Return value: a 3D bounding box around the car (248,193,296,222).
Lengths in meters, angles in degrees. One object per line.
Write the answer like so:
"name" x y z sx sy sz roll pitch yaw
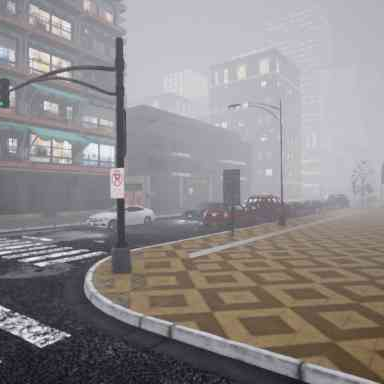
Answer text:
"car" 5.759 1.215 25.266 2.192 1.841 5.009 -1 0 36

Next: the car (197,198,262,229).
"car" 2.449 1.352 20.758 1.967 1.590 4.097 -1 0 36

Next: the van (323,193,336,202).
"van" 29.210 1.229 70.498 1.690 1.788 3.998 -1 0 36

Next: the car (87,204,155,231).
"car" -4.294 1.515 20.727 1.812 1.442 4.674 -1 0 36

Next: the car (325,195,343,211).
"car" 15.695 1.415 38.787 2.008 1.369 4.403 -1 0 36

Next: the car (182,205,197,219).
"car" 1.406 1.516 28.480 2.033 1.411 5.357 -1 0 36

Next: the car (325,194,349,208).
"car" 19.004 1.167 43.296 2.192 1.841 5.009 -1 0 36

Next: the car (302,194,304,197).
"car" 22.489 1.439 61.346 1.752 1.417 4.829 -1 0 36

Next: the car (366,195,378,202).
"car" 35.562 1.333 65.832 1.887 1.381 4.507 -1 0 36

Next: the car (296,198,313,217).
"car" 9.073 1.470 29.772 1.802 1.307 4.206 -1 0 36

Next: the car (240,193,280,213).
"car" 7.649 1.167 36.976 2.150 2.045 5.566 -1 0 36

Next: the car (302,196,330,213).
"car" 12.384 1.421 34.280 1.887 1.381 4.507 -1 0 36
